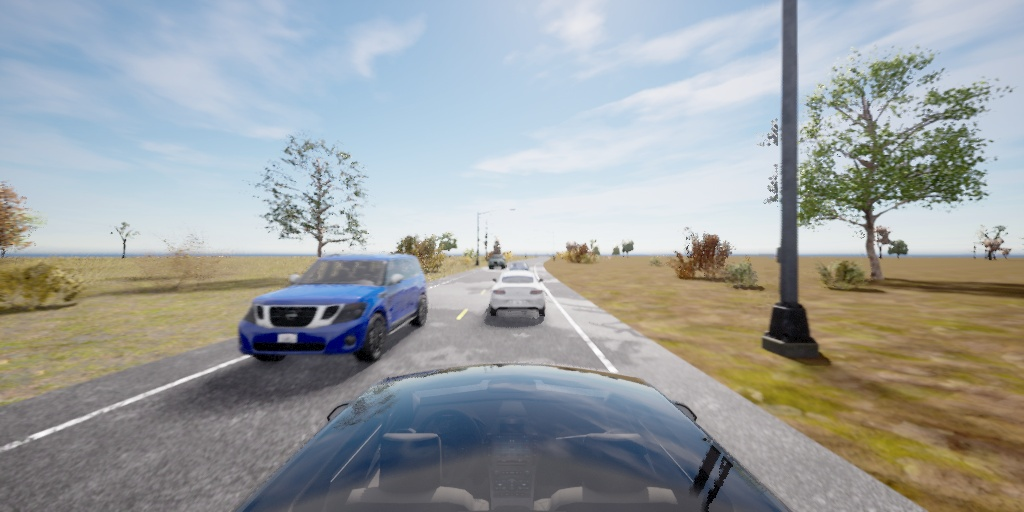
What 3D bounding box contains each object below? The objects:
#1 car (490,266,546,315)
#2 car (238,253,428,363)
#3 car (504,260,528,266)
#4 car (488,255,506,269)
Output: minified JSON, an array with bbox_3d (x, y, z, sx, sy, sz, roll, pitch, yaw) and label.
[{"bbox_3d":[0.213,1.251,13.247,1.812,1.442,4.674,0,0,1],"label":"car"},{"bbox_3d":[-3.559,0.955,8.490,2.150,2.045,5.566,0,0,1],"label":"car"},{"bbox_3d":[0.652,1.232,31.593,2.033,1.411,5.357,0,0,2],"label":"car"},{"bbox_3d":[-2.072,0.857,51.475,2.150,2.045,5.566,0,0,4],"label":"car"}]
